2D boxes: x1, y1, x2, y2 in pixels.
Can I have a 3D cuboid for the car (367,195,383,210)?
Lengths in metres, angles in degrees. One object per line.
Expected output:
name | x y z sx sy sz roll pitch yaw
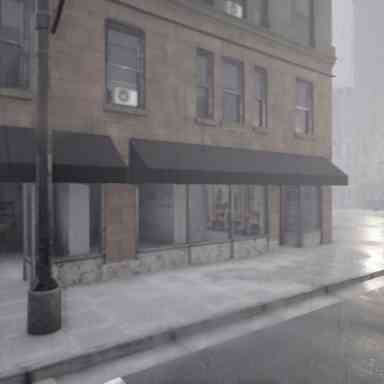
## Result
car | 24.229 1.231 40.449 2.150 2.045 5.566 0 0 -26
